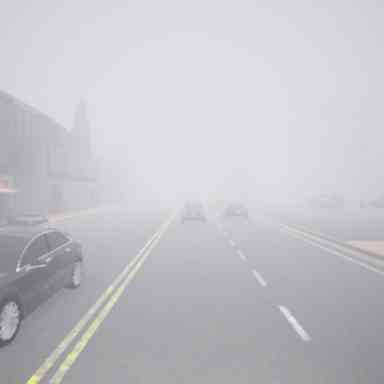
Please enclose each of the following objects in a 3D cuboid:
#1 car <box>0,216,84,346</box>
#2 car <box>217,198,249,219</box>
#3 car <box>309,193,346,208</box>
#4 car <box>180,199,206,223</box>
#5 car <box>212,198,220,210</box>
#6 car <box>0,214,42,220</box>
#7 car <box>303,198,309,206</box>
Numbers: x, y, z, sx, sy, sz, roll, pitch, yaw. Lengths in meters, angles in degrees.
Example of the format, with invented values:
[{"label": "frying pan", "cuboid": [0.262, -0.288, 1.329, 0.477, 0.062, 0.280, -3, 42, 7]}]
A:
[{"label": "car", "cuboid": [-3.575, 1.493, 6.359, 1.837, 1.490, 4.892, 0, 1, 0]}, {"label": "car", "cuboid": [3.597, 1.522, 28.474, 1.994, 1.385, 4.181, 0, 0, -1]}, {"label": "car", "cuboid": [17.768, 1.091, 42.968, 3.866, 1.878, 1.905, 0, 0, -2]}, {"label": "car", "cuboid": [0.089, 1.511, 24.855, 2.033, 1.411, 5.357, 0, 0, 0]}, {"label": "car", "cuboid": [3.546, 1.417, 41.183, 1.882, 1.535, 5.008, 0, 0, 0]}, {"label": "car", "cuboid": [-7.094, 1.582, 13.370, 1.895, 1.301, 4.718, 0, 0, 0]}, {"label": "car", "cuboid": [17.747, 1.084, 45.862, 4.605, 1.855, 1.932, 0, 0, -2]}]
